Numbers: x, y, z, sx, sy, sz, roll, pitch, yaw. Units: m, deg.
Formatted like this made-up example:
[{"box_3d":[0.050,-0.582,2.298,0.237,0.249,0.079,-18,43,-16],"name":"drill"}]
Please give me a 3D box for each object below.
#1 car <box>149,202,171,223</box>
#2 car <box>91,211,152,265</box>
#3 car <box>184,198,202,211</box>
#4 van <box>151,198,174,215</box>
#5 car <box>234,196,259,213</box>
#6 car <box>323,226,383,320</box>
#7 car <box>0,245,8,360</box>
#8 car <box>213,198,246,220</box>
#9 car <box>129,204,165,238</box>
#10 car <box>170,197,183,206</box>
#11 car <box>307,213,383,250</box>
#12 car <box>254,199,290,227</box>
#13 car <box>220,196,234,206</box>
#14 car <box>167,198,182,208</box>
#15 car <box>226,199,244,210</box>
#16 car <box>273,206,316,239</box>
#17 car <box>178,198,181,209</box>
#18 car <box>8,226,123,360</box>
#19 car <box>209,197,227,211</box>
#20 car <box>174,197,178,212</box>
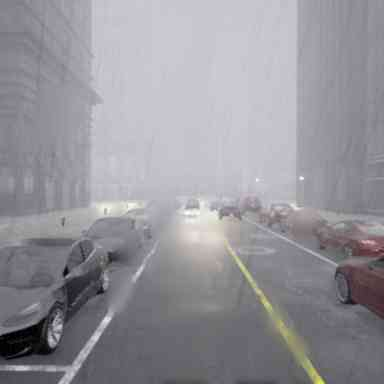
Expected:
[{"box_3d":[-2.711,1.598,23.015,1.802,1.307,4.206,0,0,0],"name":"car"},{"box_3d":[-2.742,1.568,11.741,1.947,1.339,4.313,0,0,0],"name":"car"},{"box_3d":[0.107,1.563,42.125,1.837,1.490,4.892,0,0,0],"name":"car"},{"box_3d":[-2.696,1.366,28.652,1.690,1.788,3.998,0,0,0],"name":"van"},{"box_3d":[5.844,1.380,34.268,2.192,1.841,5.009,0,0,0],"name":"car"},{"box_3d":[3.905,1.546,5.154,1.812,1.442,4.674,0,0,0],"name":"car"},{"box_3d":[-2.773,1.306,0.468,2.192,1.841,5.009,0,0,0],"name":"car"},{"box_3d":[3.125,1.552,28.494,1.837,1.490,4.892,0,0,1],"name":"car"},{"box_3d":[-2.727,1.560,17.378,2.008,1.369,4.403,0,0,0],"name":"car"},{"box_3d":[-2.619,1.628,56.834,2.008,1.369,4.403,0,0,0],"name":"car"},{"box_3d":[5.783,1.615,11.723,1.802,1.307,4.206,0,0,0],"name":"car"},{"box_3d":[5.813,1.488,22.996,1.967,1.590,4.097,0,0,0],"name":"car"},{"box_3d":[5.906,1.549,56.812,1.967,1.590,4.097,0,0,0],"name":"car"},{"box_3d":[-2.635,1.632,51.197,1.947,1.339,4.313,0,0,0],"name":"car"},{"box_3d":[5.875,1.652,45.540,1.947,1.339,4.313,0,0,0],"name":"car"},{"box_3d":[5.798,1.622,17.360,1.802,1.307,4.206,0,0,0],"name":"car"},{"box_3d":[-2.665,1.626,39.925,1.802,1.307,4.206,0,0,0],"name":"car"},{"box_3d":[-2.758,1.562,6.105,1.947,1.339,4.313,0,0,0],"name":"car"},{"box_3d":[3.126,1.631,40.772,1.994,1.385,4.181,0,0,1],"name":"car"},{"box_3d":[-2.681,1.559,34.118,1.752,1.417,4.829,0,0,0],"name":"car"}]
